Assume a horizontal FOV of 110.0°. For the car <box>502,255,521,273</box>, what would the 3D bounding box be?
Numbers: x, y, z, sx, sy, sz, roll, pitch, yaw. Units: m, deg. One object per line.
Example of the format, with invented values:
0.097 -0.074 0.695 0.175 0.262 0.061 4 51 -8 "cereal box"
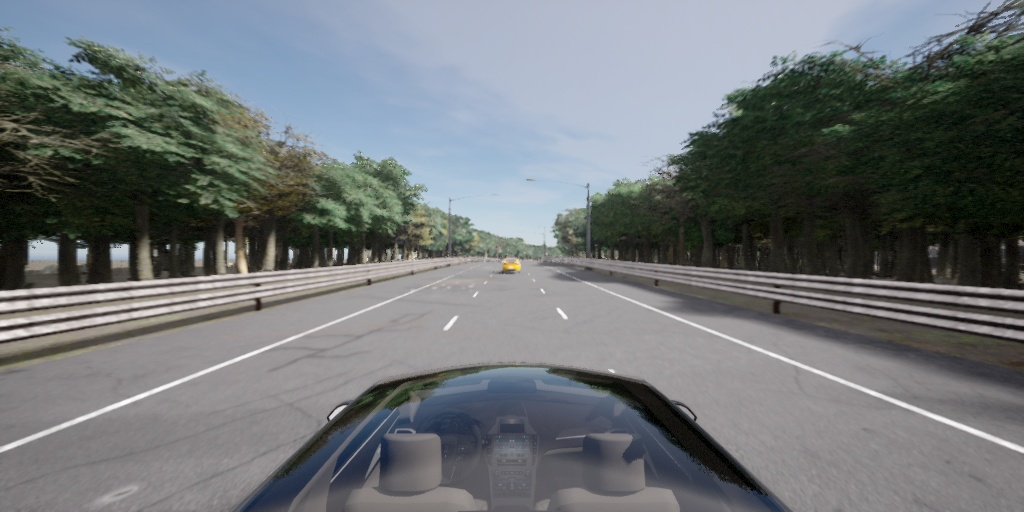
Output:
-0.081 0.955 38.131 1.882 1.535 5.008 0 1 0 "car"
